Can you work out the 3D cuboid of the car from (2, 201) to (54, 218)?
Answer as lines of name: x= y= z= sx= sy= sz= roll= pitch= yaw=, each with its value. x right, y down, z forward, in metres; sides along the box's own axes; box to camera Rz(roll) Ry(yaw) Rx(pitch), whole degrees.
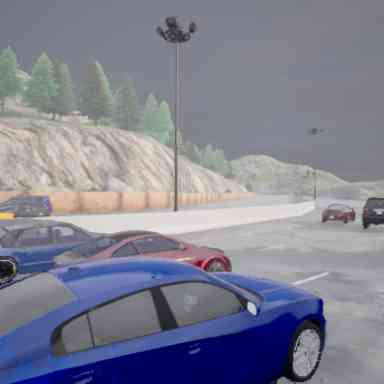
car: x=-11.891 y=1.551 z=21.647 sx=4.902 sy=1.511 sz=2.128 roll=0 pitch=0 yaw=-39

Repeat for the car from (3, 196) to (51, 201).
car: x=-13.245 y=1.422 z=25.059 sx=4.553 sy=1.767 sz=2.097 roll=0 pitch=0 yaw=-41

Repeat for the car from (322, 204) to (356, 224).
car: x=11.517 y=1.654 z=26.050 sx=1.812 sy=1.442 sz=4.674 roll=0 pitch=0 yaw=36

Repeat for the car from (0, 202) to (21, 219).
car: x=-11.916 y=1.520 z=17.186 sx=5.008 sy=1.535 sz=1.882 roll=0 pitch=0 yaw=-37

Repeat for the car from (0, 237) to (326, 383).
car: x=-0.478 y=1.492 z=3.707 sx=5.008 sy=1.535 sz=1.882 roll=0 pitch=0 yaw=-37

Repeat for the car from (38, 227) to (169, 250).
car: x=-1.046 y=1.593 z=7.751 sx=4.181 sy=1.385 sz=1.994 roll=0 pitch=0 yaw=-38

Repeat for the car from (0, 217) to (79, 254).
car: x=-4.108 y=1.577 z=9.645 sx=5.357 sy=1.411 sz=2.033 roll=0 pitch=0 yaw=-38

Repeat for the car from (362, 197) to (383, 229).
car: x=12.753 y=1.336 z=21.791 sx=2.150 sy=2.045 sz=5.566 roll=0 pitch=0 yaw=38
